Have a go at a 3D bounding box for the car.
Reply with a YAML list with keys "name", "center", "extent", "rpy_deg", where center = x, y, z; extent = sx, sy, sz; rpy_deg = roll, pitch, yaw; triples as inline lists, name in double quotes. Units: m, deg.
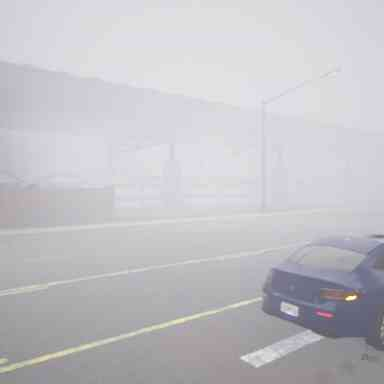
- name: "car"
  center: [3.262, 1.482, 6.073]
  extent: [4.674, 1.442, 1.812]
  rpy_deg: [-1, 0, -35]
